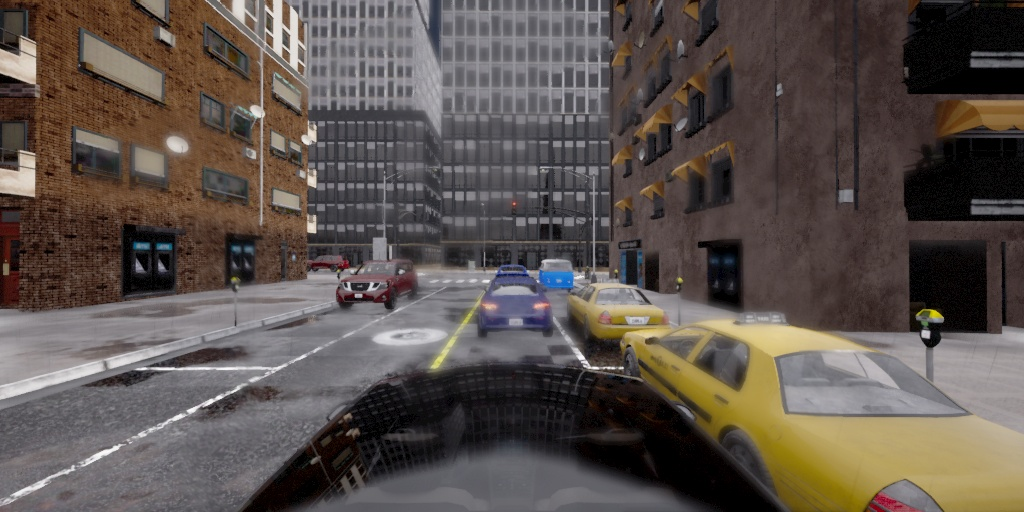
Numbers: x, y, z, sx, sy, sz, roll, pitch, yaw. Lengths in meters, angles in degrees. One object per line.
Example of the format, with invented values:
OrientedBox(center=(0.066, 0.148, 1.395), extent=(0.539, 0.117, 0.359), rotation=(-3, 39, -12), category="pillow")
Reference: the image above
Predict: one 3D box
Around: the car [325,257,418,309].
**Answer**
OrientedBox(center=(-5.378, 1.068, 15.037), extent=(2.192, 1.841, 5.009), rotation=(0, 0, 0), category="car")

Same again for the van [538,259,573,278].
OrientedBox(center=(2.470, 1.096, 20.721), extent=(1.690, 1.789, 3.998), rotation=(0, 0, 0), category="van")

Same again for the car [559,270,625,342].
OrientedBox(center=(2.533, 1.277, 9.611), extent=(1.751, 1.417, 4.829), rotation=(0, 0, 0), category="car")

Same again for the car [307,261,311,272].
OrientedBox(center=(-21.003, 1.084, 32.411), extent=(4.207, 1.307, 1.802), rotation=(0, 0, -1), category="car")

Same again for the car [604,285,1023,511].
OrientedBox(center=(2.565, 1.276, 3.970), extent=(1.751, 1.417, 4.829), rotation=(0, 0, 0), category="car")

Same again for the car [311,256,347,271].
OrientedBox(center=(-21.090, 0.863, 40.550), extent=(5.009, 1.841, 2.192), rotation=(0, 0, -1), category="car")

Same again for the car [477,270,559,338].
OrientedBox(center=(0.062, 1.277, 10.129), extent=(1.812, 1.442, 4.674), rotation=(0, 0, -1), category="car")

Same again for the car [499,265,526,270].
OrientedBox(center=(0.009, 1.233, 20.390), extent=(1.882, 1.535, 5.008), rotation=(0, 0, 0), category="car")
